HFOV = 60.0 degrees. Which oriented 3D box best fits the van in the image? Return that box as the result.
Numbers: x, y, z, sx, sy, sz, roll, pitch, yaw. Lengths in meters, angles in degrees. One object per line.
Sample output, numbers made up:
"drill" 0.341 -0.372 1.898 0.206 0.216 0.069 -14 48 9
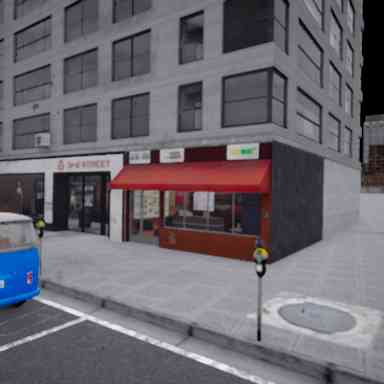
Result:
"van" -4.594 1.204 6.316 3.998 1.788 1.690 1 1 35
